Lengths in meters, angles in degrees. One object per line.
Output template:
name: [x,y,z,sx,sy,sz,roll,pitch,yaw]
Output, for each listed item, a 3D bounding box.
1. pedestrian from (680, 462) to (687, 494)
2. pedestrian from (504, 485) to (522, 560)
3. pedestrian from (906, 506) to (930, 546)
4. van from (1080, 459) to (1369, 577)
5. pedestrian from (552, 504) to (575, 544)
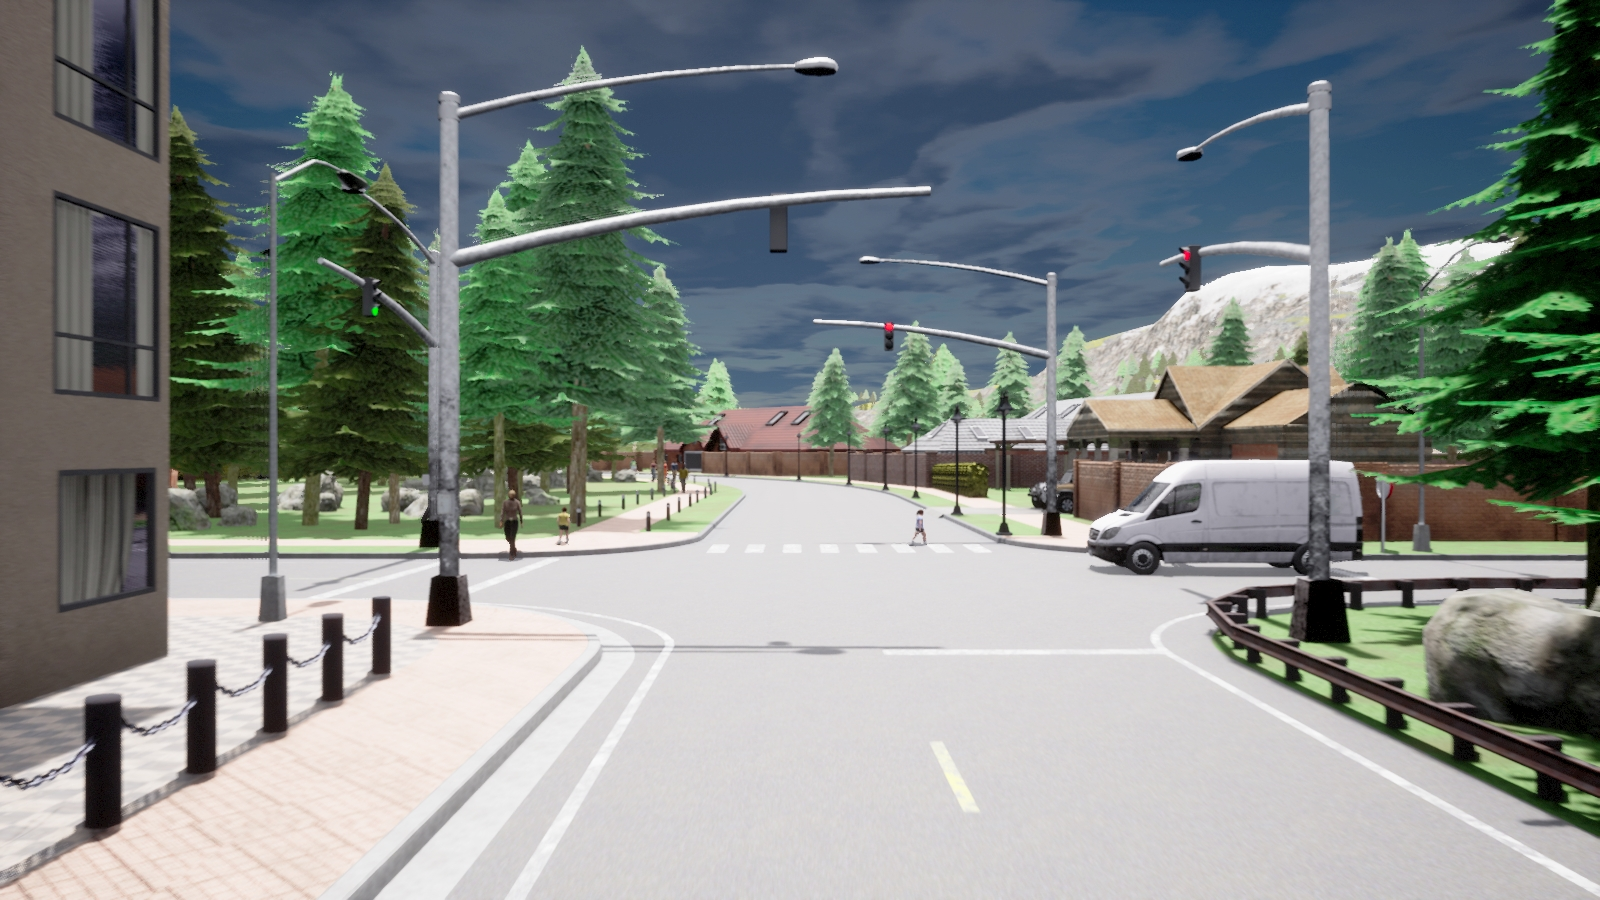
pedestrian: [-6.861,1.663,67.194,0.375,1.860,0.375,0,0,0]
pedestrian: [-7.248,1.829,28.868,0.375,1.860,0.375,0,0,-5]
pedestrian: [3.414,2.198,33.025,0.500,1.100,0.500,0,0,-22]
van: [9.643,1.513,26.333,5.915,2.561,1.988,0,0,2]
pedestrian: [-6.588,2.058,31.832,0.500,1.100,0.500,0,0,5]
